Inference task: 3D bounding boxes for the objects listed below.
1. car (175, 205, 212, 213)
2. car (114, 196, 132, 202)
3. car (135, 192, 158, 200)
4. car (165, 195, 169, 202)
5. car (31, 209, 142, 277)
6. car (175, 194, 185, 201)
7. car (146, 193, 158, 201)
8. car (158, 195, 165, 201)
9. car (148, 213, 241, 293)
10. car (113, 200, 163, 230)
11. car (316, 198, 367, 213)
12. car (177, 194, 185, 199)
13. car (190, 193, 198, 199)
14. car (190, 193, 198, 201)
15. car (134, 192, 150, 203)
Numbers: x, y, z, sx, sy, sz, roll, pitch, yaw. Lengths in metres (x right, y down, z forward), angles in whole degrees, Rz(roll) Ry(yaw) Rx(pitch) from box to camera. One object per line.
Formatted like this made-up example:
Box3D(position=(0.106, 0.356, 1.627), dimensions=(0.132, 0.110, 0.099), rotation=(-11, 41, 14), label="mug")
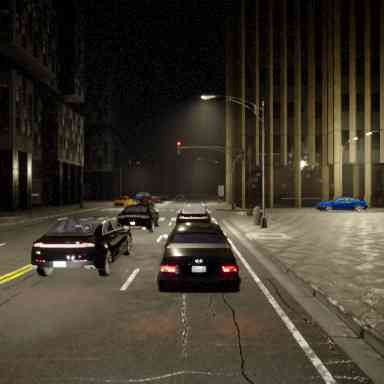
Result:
Box3D(position=(0.095, 1.475, 18.724), dimensions=(2.128, 1.511, 4.902), rotation=(0, 0, 0), label="car")
Box3D(position=(-9.608, 1.393, 46.543), dimensions=(1.882, 1.535, 5.008), rotation=(0, 1, 0), label="car")
Box3D(position=(-6.332, 1.271, 45.994), dimensions=(2.097, 1.767, 4.553), rotation=(0, 0, -1), label="car")
Box3D(position=(-6.123, 1.408, 73.091), dimensions=(1.895, 1.301, 4.718), rotation=(0, 0, 0), label="car")
Box3D(position=(-3.099, 1.486, 10.255), dimensions=(2.128, 1.511, 4.902), rotation=(0, 0, 0), label="car")
Box3D(position=(-2.850, 1.313, 77.142), dimensions=(2.128, 1.511, 4.902), rotation=(0, 0, 0), label="car")
Box3D(position=(-9.345, 1.141, 78.267), dimensions=(2.097, 1.767, 4.553), rotation=(0, 0, 0), label="car")
Box3D(position=(-6.283, 1.434, 58.104), dimensions=(1.994, 1.385, 4.181), rotation=(0, 0, 0), label="car")
Box3D(position=(0.145, 1.544, 8.980), dimensions=(2.033, 1.411, 5.357), rotation=(0, 0, 0), label="car")
Box3D(position=(-3.052, 1.459, 19.631), dimensions=(1.882, 1.535, 5.008), rotation=(0, 0, 0), label="car")
Box3D(position=(15.694, 1.355, 35.064), dimensions=(5.008, 1.535, 1.882), rotation=(0, 0, 0), label="car")
Box3D(position=(-2.795, 1.184, 87.594), dimensions=(1.895, 1.301, 4.718), rotation=(0, 0, 0), label="car")
Box3D(position=(0.454, 1.114, 87.546), dimensions=(2.128, 1.511, 4.902), rotation=(0, 0, 0), label="car")
Box3D(position=(0.400, 1.288, 77.124), dimensions=(1.837, 1.490, 4.892), rotation=(0, 0, 0), label="car")
Box3D(position=(-9.462, 1.073, 63.852), dimensions=(2.150, 2.045, 5.566), rotation=(0, 0, 1), label="car")
